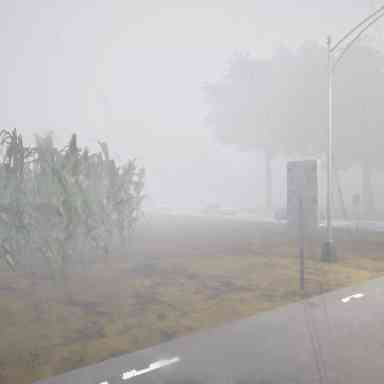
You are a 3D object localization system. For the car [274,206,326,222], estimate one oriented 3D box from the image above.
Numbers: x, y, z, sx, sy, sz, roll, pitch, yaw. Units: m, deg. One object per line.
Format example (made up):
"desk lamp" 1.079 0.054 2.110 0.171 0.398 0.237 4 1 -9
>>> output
"car" 8.826 1.778 27.577 1.994 1.385 4.181 -1 0 -36

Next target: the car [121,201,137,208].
"car" -11.468 2.164 61.267 1.812 1.442 4.674 -1 0 -35

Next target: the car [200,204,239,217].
"car" 2.911 1.929 35.924 1.895 1.301 4.718 -1 0 -36

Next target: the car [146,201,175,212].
"car" -4.198 1.995 46.034 1.812 1.442 4.674 -1 0 -35

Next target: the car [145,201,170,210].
"car" -5.501 2.111 52.860 1.895 1.301 4.718 -1 0 -35
